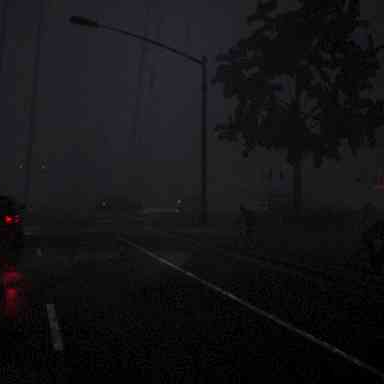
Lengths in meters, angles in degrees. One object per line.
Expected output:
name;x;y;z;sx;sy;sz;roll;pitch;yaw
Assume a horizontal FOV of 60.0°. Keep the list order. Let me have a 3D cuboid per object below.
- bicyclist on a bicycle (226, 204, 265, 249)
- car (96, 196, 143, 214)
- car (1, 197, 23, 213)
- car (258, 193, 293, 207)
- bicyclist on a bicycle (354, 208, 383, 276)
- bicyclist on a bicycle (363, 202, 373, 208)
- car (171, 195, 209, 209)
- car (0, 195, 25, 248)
bicyclist on a bicycle;2.007;1.274;12.352;1.656;1.620;0.582;-1;2;-19
car;-7.201;1.193;33.480;4.553;1.767;2.097;0;0;-38
car;-18.529;1.298;34.378;1.812;1.442;4.674;0;0;-27
car;12.130;1.115;47.973;5.566;2.045;2.150;0;0;-28
bicyclist on a bicycle;4.538;1.296;7.925;0.582;1.620;1.656;0;0;-21
bicyclist on a bicycle;7.950;1.300;14.997;0.582;1.620;1.656;0;0;42
car;-0.273;1.210;41.386;4.553;1.767;2.097;0;0;-28
car;-8.299;1.133;13.882;2.150;2.045;5.566;0;0;-27
